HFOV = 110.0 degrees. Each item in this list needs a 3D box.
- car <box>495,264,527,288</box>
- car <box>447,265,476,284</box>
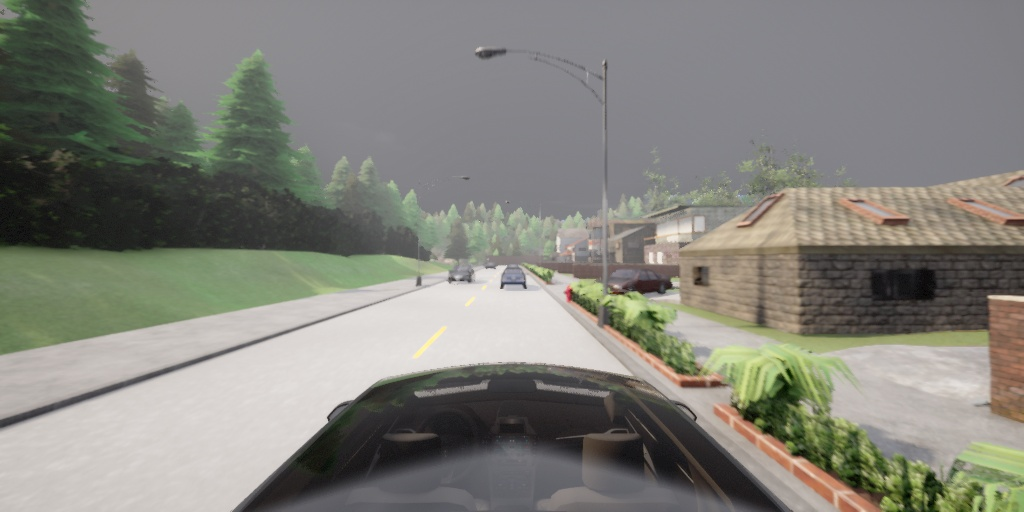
[{"bbox_3d":[0.102,1.518,25.739,2.033,1.411,5.357,0,-1,0],"label":"car"},{"bbox_3d":[-4.087,1.499,29.653,2.128,1.511,4.902,0,-1,0],"label":"car"}]
